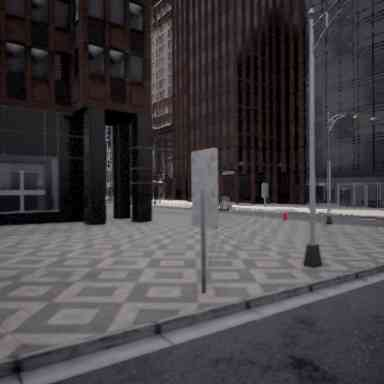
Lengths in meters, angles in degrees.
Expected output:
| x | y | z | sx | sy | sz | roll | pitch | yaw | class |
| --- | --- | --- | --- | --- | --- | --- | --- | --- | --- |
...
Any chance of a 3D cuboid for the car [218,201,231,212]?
| x | y | z | sx | sy | sz | roll | pitch | yaw | class |
| --- | --- | --- | --- | --- | --- | --- | --- | --- | --- |
| 2.197 | 1.509 | 36.566 | 1.895 | 1.301 | 4.718 | -1 | 1 | -36 | car |
